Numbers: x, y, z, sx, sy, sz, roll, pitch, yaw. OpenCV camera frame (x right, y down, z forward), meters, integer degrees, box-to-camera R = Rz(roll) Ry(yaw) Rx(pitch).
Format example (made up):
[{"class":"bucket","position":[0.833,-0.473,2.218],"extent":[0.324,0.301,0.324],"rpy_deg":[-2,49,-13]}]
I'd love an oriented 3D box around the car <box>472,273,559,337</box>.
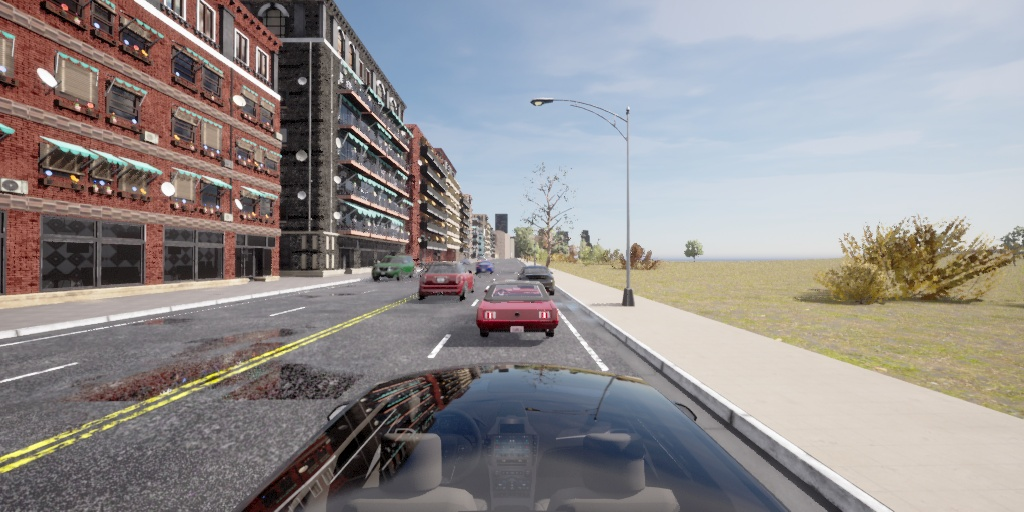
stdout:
[{"class":"car","position":[0.133,1.352,10.235],"extent":[1.895,1.301,4.718],"rpy_deg":[0,0,0]}]

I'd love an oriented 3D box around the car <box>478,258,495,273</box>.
[{"class":"car","position":[-2.991,1.277,40.247],"extent":[1.812,1.442,4.674],"rpy_deg":[0,0,0]}]

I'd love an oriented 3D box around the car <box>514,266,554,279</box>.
[{"class":"car","position":[1.210,1.257,19.435],"extent":[1.837,1.490,4.892],"rpy_deg":[0,0,0]}]

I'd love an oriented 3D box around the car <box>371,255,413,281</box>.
[{"class":"car","position":[-9.734,0.973,29.888],"extent":[2.150,2.045,5.566],"rpy_deg":[0,0,0]}]

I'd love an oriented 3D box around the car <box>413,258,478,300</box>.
[{"class":"car","position":[-3.085,1.103,17.747],"extent":[2.097,1.767,4.553],"rpy_deg":[0,0,0]}]
